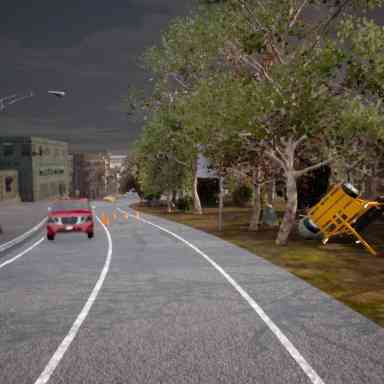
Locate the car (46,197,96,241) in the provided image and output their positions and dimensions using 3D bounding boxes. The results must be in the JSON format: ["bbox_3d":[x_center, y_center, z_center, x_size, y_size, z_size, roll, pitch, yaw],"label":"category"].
[{"bbox_3d":[-6.456,1.329,18.076,2.150,2.045,5.566,-1,0,-16],"label":"car"}]

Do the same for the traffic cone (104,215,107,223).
[{"bbox_3d":[-5.900,2.040,23.193,0.340,0.580,0.340,-2,0,-18],"label":"traffic cone"}]

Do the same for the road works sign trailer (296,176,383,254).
[{"bbox_3d":[6.680,1.194,13.368,3.560,2.380,2.880,0,46,-45],"label":"road works sign trailer"}]

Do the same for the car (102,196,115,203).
[{"bbox_3d":[-18.876,1.585,75.390,1.882,1.535,5.008,0,0,0],"label":"car"}]
